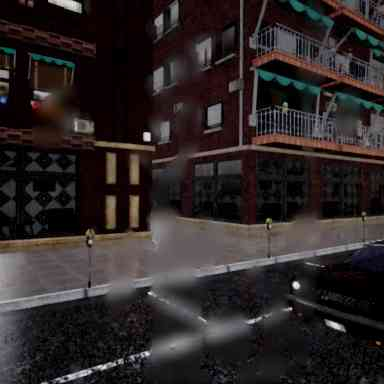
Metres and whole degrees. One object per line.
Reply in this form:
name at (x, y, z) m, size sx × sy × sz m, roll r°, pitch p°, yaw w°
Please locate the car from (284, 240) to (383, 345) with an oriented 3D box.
car at (3.862, 1.602, 6.027) m, size 4.718 × 1.301 × 1.895 m, roll 0°, pitch 0°, yaw -35°
